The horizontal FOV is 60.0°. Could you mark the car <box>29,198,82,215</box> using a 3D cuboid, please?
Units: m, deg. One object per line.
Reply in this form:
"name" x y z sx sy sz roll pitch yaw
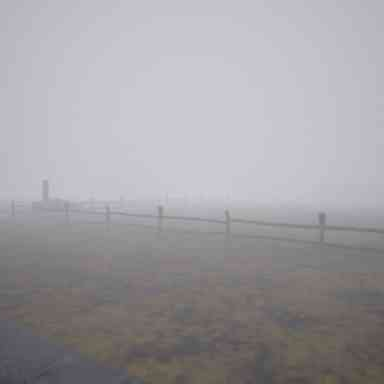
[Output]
"car" -12.543 1.260 30.935 2.128 1.511 4.902 -1 0 36
